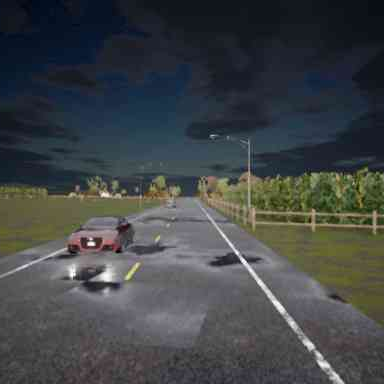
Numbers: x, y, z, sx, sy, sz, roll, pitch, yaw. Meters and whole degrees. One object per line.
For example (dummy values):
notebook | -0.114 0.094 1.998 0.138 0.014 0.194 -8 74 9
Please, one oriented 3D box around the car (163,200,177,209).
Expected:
car | -3.577 1.980 54.945 1.812 1.442 4.674 0 0 0

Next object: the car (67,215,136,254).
car | -3.602 1.682 13.875 1.994 1.385 4.181 0 0 0
